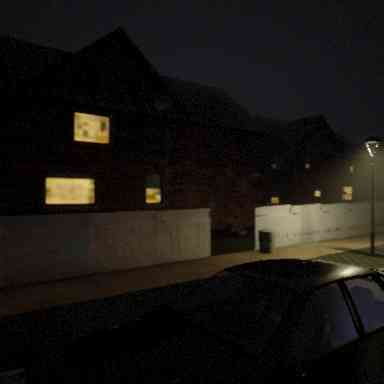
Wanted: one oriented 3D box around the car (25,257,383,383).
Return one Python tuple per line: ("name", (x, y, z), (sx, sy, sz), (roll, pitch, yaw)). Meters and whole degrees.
("car", (1.059, 1.546, 3.779), (5.357, 1.411, 2.033), (0, 0, -35))
